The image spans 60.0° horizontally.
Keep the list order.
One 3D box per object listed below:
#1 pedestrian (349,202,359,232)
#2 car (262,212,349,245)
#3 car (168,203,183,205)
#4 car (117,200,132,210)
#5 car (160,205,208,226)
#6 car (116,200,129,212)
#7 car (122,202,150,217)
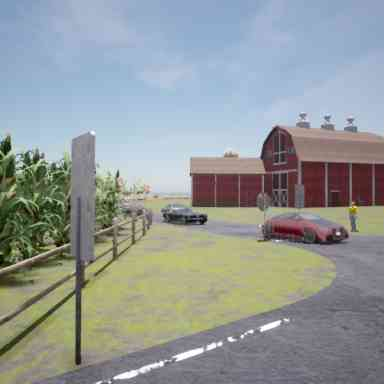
[{"bbox_3d":[9.930,1.488,20.419,0.375,1.860,0.375,0,0,-32],"label":"pedestrian"},{"bbox_3d":[5.473,1.704,16.498,1.994,1.385,4.181,1,-1,-31],"label":"car"},{"bbox_3d":[-1.957,2.009,35.777,1.837,1.490,4.892,0,-1,-26],"label":"car"},{"bbox_3d":[-12.620,2.306,61.952,2.097,1.767,4.553,1,-1,-19],"label":"car"},{"bbox_3d":[-0.609,1.937,26.825,1.895,1.301,4.718,1,-1,-28],"label":"car"},{"bbox_3d":[-10.537,2.063,47.752,2.097,1.767,4.553,1,-1,-22],"label":"car"},{"bbox_3d":[-6.136,2.102,37.717,1.994,1.385,4.181,1,-1,-25],"label":"car"}]
